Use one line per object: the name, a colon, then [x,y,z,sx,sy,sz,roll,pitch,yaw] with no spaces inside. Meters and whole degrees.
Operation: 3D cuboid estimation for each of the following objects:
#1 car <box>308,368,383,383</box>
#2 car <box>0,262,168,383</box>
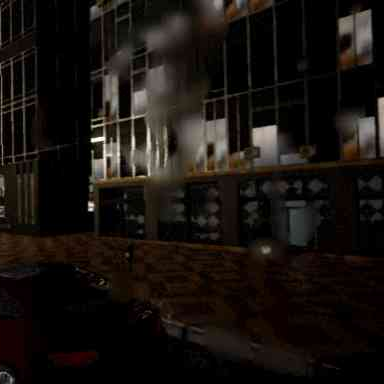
car: [2.327,1.553,1.229,4.313,1.339,1.947,-1,-1,36]
car: [-2.211,1.626,4.471,4.206,1.307,1.802,-1,-1,36]
